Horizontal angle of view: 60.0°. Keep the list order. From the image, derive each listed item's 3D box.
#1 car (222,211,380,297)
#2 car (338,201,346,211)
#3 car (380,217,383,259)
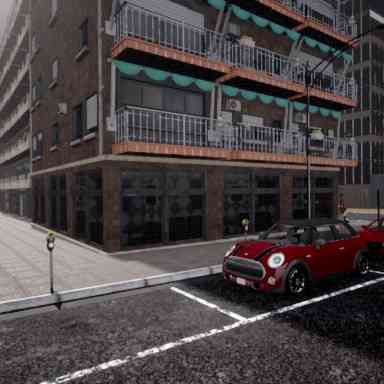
[{"bbox_3d":[2.697,1.439,8.485,4.097,1.590,1.967,0,-1,-35],"label":"car"},{"bbox_3d":[16.482,1.745,40.570,1.967,1.590,4.097,-2,0,-36],"label":"car"},{"bbox_3d":[7.198,1.543,11.687,4.507,1.381,1.887,0,-1,-35],"label":"car"}]
